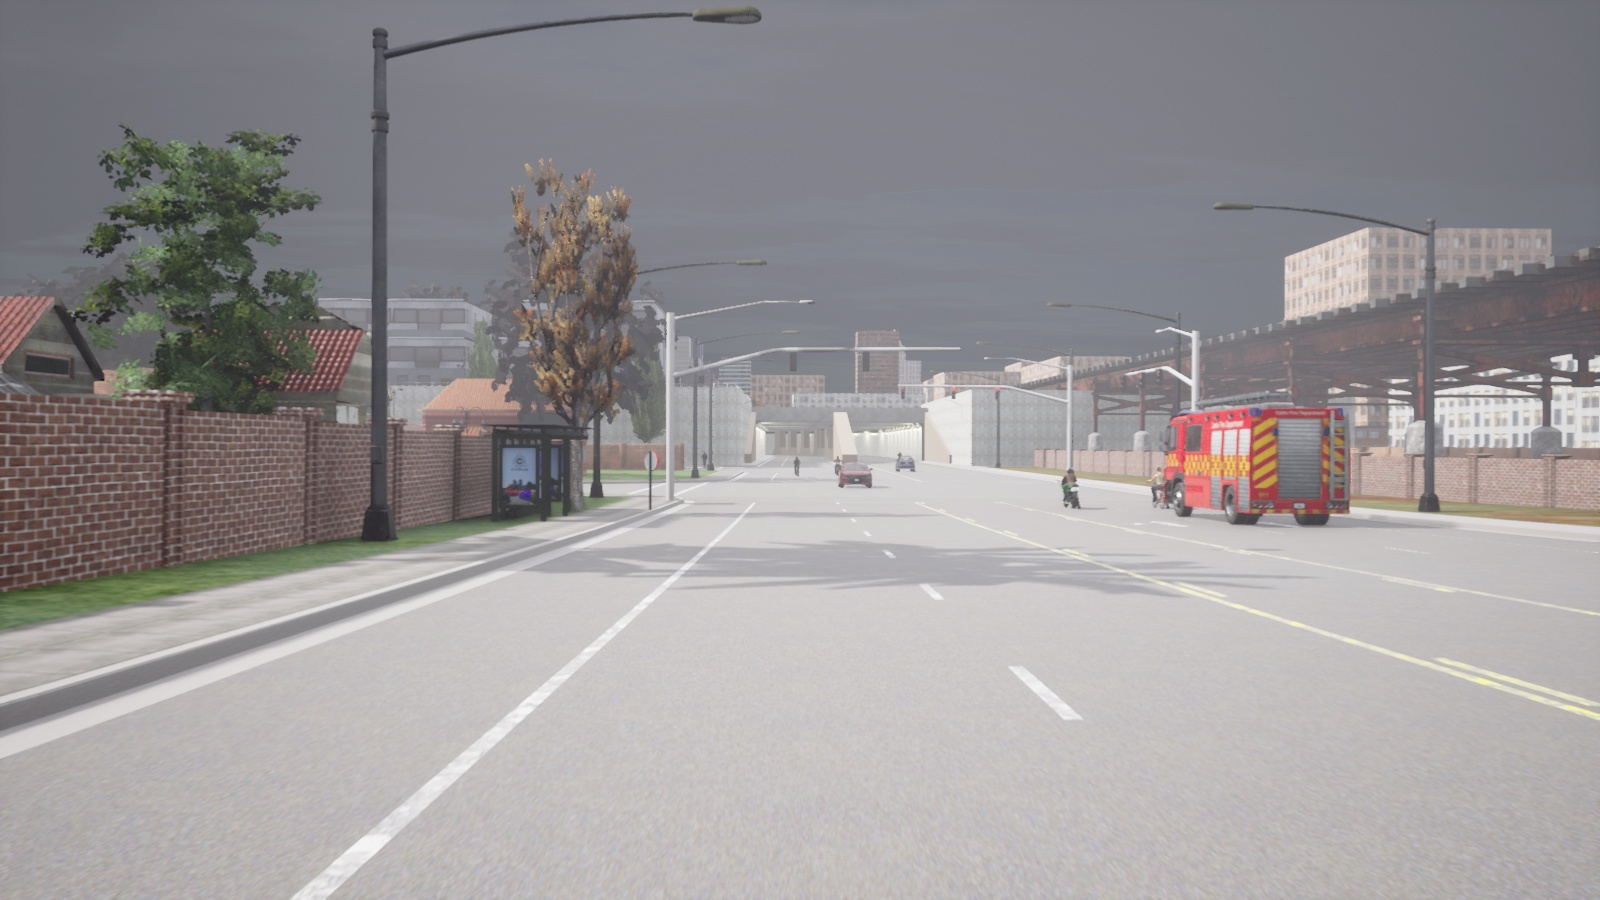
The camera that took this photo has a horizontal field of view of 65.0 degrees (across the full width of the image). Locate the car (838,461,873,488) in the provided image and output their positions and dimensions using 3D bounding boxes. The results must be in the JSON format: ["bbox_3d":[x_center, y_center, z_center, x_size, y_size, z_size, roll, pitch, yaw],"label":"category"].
[{"bbox_3d":[3.275,1.440,74.920,1.882,1.535,5.008,0,0,0],"label":"car"}]

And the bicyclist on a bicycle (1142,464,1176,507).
[{"bbox_3d":[13.854,1.352,48.561,0.866,1.612,1.509,0,0,0],"label":"bicyclist on a bicycle"}]

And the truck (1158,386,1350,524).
[{"bbox_3d":[13.878,0.177,39.290,2.891,3.827,8.468,0,0,0],"label":"truck"}]

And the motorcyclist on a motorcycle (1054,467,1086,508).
[{"bbox_3d":[10.356,1.407,48.223,0.797,1.523,2.044,0,0,0],"label":"motorcyclist on a motorcycle"}]
